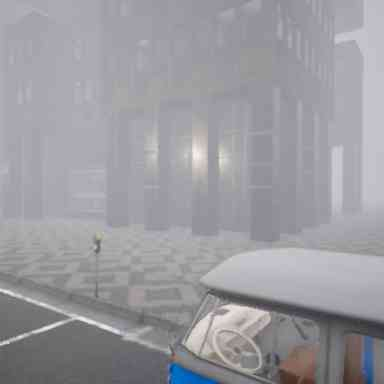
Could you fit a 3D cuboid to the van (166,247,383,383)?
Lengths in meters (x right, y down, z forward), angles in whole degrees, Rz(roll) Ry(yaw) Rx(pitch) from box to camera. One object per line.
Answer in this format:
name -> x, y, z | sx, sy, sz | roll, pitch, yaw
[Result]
van -> 1.644, 1.342, 1.787 | 3.998, 1.788, 1.690 | 0, 0, 35
